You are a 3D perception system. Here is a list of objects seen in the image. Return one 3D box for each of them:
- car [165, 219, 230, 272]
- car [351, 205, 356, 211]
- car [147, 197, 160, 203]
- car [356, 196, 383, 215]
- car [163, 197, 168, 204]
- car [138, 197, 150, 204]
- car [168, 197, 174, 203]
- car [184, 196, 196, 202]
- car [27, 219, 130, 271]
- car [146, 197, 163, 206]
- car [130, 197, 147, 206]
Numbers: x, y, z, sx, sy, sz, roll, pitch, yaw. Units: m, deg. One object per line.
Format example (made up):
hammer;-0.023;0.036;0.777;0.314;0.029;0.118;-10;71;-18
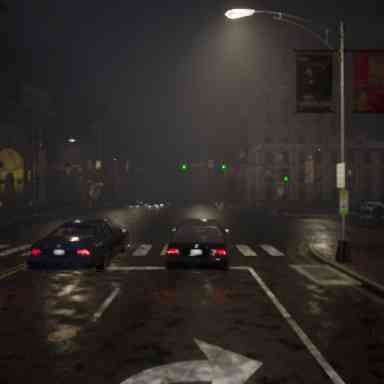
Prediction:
car;0.266;1.606;11.064;2.033;1.411;5.357;0;0;3
car;21.975;1.757;39.775;5.357;1.411;2.033;0;0;0
car;-9.700;1.941;83.566;1.837;1.490;4.892;0;0;10
car;21.484;1.412;36.272;5.566;2.045;2.150;0;0;0
car;-7.037;1.913;73.513;2.128;1.511;4.902;0;0;0
car;-10.540;1.865;73.360;1.882;1.535;5.008;0;0;0
car;-5.982;1.985;84.333;2.033;1.411;5.357;0;0;10
car;-0.466;1.833;90.576;2.097;1.767;4.553;0;0;22
car;-3.412;1.606;11.048;2.033;1.411;5.357;0;0;0
car;-7.038;1.859;63.111;1.812;1.442;4.674;0;0;0
car;-10.538;1.882;63.381;2.033;1.411;5.357;0;0;0
